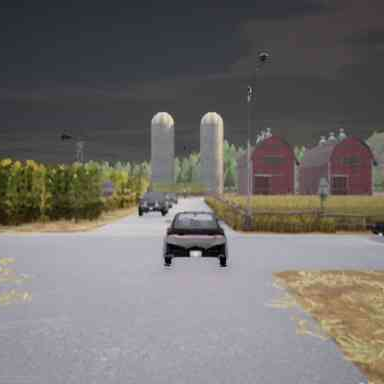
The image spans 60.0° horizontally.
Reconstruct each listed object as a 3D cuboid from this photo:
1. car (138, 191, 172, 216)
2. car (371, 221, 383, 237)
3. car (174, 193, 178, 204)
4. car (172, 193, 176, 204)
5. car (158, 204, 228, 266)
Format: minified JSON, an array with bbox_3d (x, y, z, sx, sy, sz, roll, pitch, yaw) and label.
[{"bbox_3d":[-3.198,0.919,28.519,2.150,2.045,5.566,0,0,0],"label":"car"},{"bbox_3d":[11.044,1.520,14.791,5.357,1.411,2.033,0,1,0],"label":"car"},{"bbox_3d":[-3.174,0.902,49.155,2.097,1.767,4.553,0,1,0],"label":"car"},{"bbox_3d":[-3.199,1.168,38.273,1.812,1.442,4.674,0,0,0],"label":"car"},{"bbox_3d":[0.103,1.390,11.175,2.128,1.511,4.902,0,0,0],"label":"car"}]
